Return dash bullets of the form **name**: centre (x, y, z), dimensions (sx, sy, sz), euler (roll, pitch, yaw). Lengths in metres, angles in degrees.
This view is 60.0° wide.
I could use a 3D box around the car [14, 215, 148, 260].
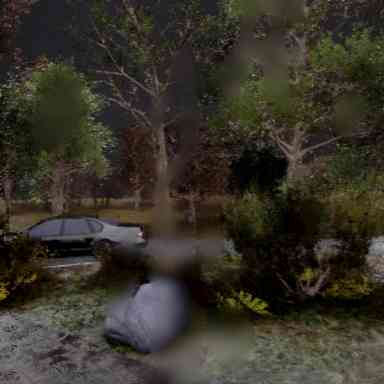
- **car**: centre (-4.147, 1.476, 10.831), dimensions (5.357, 1.411, 2.033), euler (-2, 0, -7)
